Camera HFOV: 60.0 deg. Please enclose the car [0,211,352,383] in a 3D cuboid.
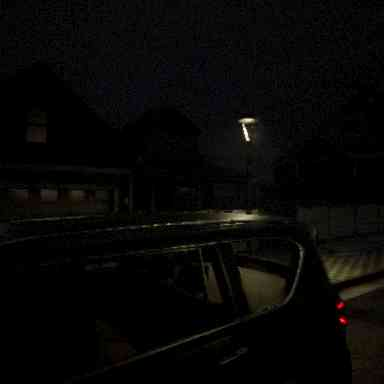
[{"bbox_3d":[-1.191,1.222,2.224,5.566,2.045,2.150,0,0,-36],"label":"car"}]
